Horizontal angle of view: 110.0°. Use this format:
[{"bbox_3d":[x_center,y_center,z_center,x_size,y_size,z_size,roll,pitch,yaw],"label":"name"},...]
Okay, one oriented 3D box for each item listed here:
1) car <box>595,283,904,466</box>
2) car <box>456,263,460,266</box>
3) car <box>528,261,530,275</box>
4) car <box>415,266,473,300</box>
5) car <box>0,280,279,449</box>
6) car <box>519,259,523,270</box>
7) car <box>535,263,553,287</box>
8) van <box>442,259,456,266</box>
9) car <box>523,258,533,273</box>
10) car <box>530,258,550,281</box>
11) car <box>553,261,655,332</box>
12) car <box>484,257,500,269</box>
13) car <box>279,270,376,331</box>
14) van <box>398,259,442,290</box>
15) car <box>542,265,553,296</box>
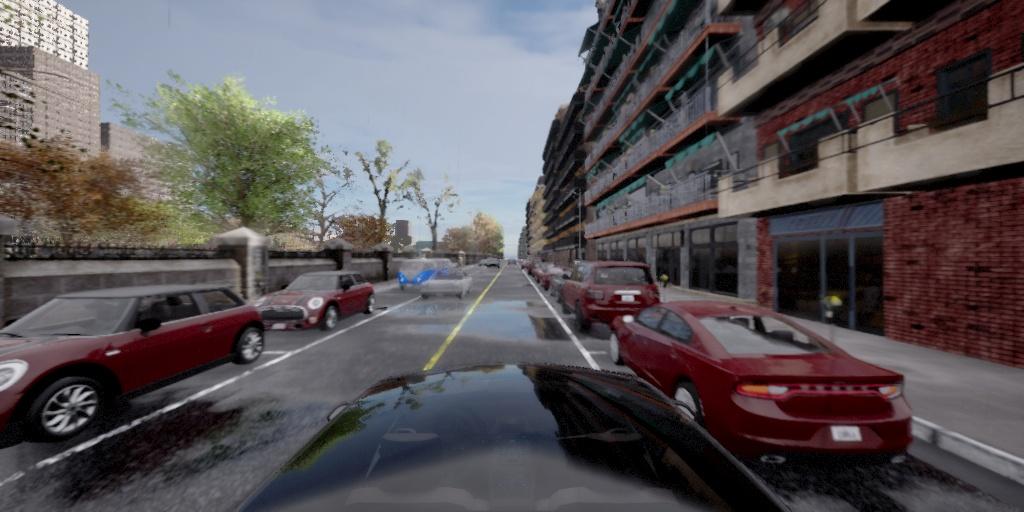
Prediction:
[{"bbox_3d":[2.692,1.296,5.116,1.888,1.381,4.507,0,0,0],"label":"car"},{"bbox_3d":[-5.678,1.319,33.269,2.007,1.370,4.403,0,0,0],"label":"car"},{"bbox_3d":[2.703,1.351,33.267,1.802,1.307,4.207,0,0,0],"label":"car"},{"bbox_3d":[-3.095,1.356,17.642,1.895,1.301,4.718,0,0,0],"label":"car"},{"bbox_3d":[-5.688,1.190,5.121,1.967,1.591,4.097,0,0,0],"label":"car"},{"bbox_3d":[2.371,1.326,54.607,1.812,1.442,4.674,0,0,0],"label":"car"},{"bbox_3d":[2.698,1.303,22.007,1.888,1.381,4.507,0,0,0],"label":"car"},{"bbox_3d":[-5.680,1.104,27.639,1.690,1.789,3.998,0,0,0],"label":"van"},{"bbox_3d":[2.705,1.091,38.896,2.192,1.841,5.009,0,0,0],"label":"car"},{"bbox_3d":[2.701,1.203,27.636,1.967,1.591,4.097,0,0,0],"label":"car"},{"bbox_3d":[2.695,1.067,10.747,2.192,1.841,5.009,0,0,0],"label":"car"},{"bbox_3d":[-3.027,1.160,59.213,2.097,1.767,4.553,0,0,1],"label":"car"},{"bbox_3d":[-5.686,1.192,10.750,1.967,1.591,4.097,0,0,0],"label":"car"},{"bbox_3d":[-5.682,1.099,22.010,1.690,1.789,3.998,0,0,0],"label":"van"},{"bbox_3d":[2.696,1.305,16.377,2.007,1.370,4.403,0,0,0],"label":"car"}]
